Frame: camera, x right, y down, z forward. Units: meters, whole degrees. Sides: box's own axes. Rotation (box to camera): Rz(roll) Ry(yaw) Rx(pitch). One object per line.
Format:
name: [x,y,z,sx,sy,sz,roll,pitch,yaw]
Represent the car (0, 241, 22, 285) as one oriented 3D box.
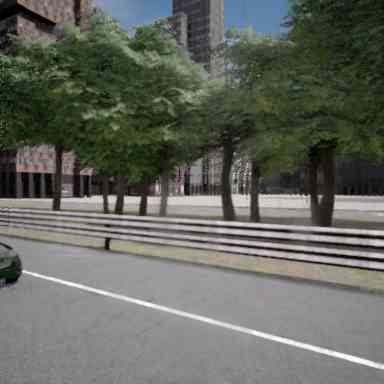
car: [-6.111,1.560,8.309,4.181,1.385,1.994,0,0,35]
